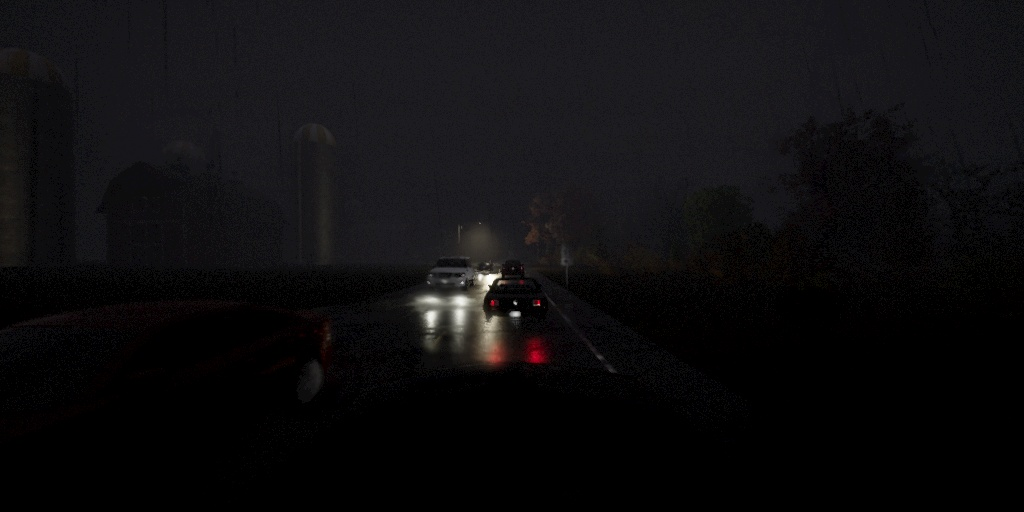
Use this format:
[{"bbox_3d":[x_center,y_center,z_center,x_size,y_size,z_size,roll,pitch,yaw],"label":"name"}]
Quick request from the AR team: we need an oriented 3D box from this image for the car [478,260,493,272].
[{"bbox_3d":[-3.558,1.345,48.509,2.128,1.511,4.902,0,0,0],"label":"car"}]

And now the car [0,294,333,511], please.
[{"bbox_3d":[-3.589,1.205,3.272,1.882,1.535,5.008,0,0,0],"label":"car"}]

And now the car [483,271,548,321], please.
[{"bbox_3d":[0.102,1.375,12.475,1.895,1.301,4.718,0,0,0],"label":"car"}]

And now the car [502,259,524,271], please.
[{"bbox_3d":[0.091,1.165,34.351,2.097,1.767,4.553,0,0,0],"label":"car"}]

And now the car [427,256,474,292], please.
[{"bbox_3d":[-3.608,1.027,22.088,2.150,2.045,5.566,0,0,0],"label":"car"}]
